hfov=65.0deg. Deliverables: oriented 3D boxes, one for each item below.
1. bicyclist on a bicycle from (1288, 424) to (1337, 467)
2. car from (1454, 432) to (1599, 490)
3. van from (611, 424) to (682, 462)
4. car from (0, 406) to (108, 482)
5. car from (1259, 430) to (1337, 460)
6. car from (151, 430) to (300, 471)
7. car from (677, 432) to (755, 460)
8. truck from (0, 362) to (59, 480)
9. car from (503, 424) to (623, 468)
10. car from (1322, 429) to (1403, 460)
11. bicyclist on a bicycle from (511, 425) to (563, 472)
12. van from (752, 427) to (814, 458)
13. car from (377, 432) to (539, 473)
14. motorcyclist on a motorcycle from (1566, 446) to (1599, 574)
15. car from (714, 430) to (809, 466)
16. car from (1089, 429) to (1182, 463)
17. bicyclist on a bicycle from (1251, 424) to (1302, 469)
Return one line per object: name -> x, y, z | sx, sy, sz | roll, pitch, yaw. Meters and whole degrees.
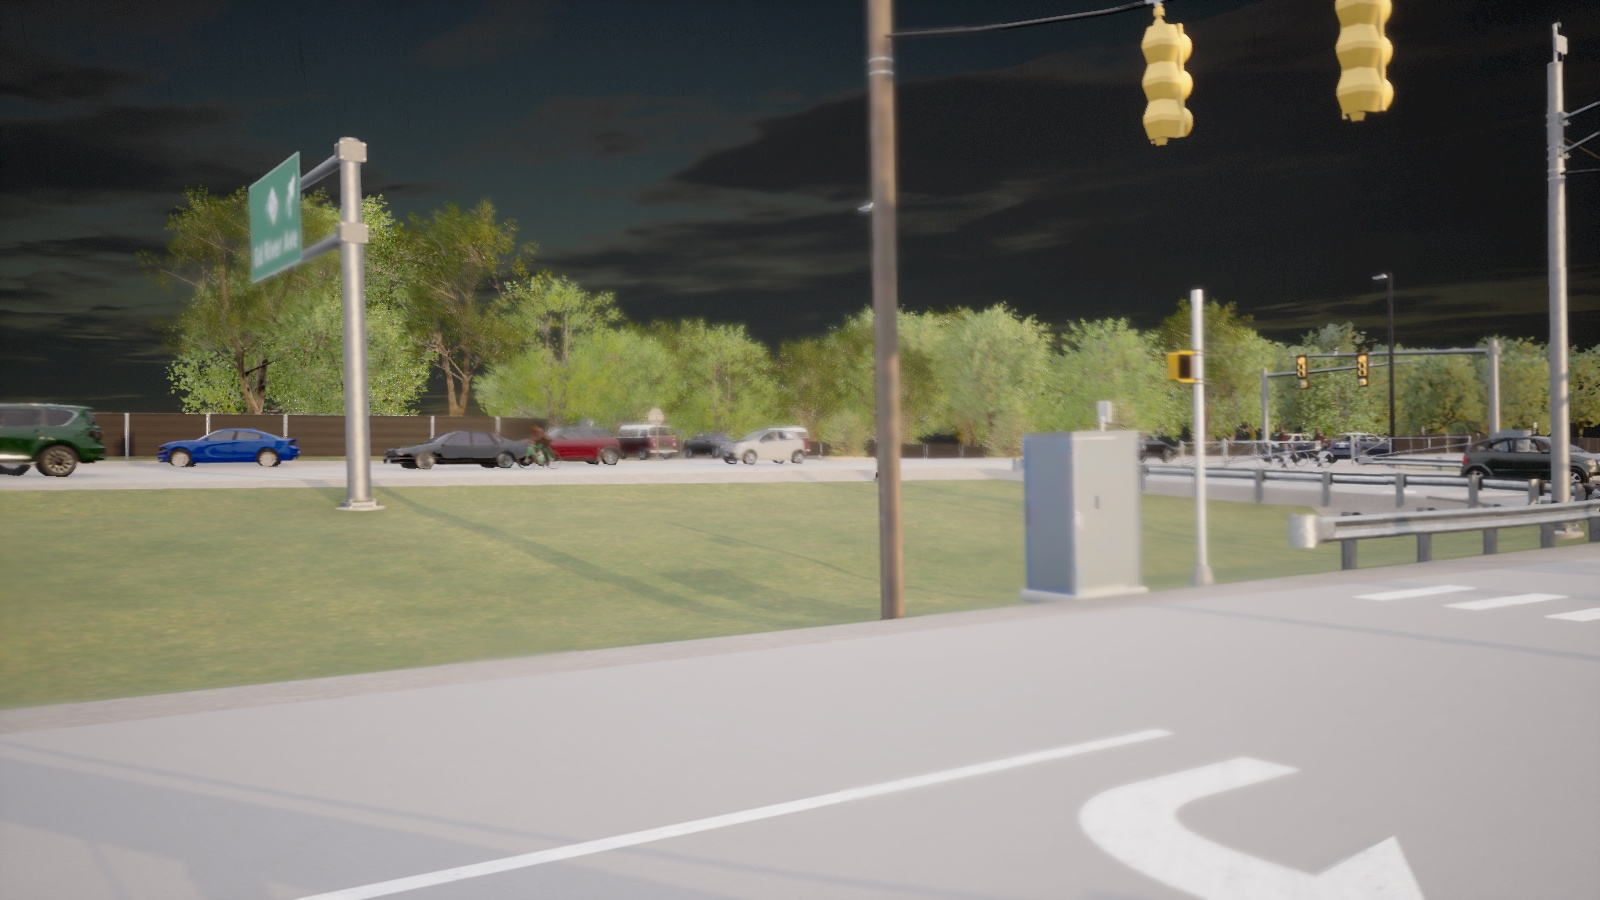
bicyclist on a bicycle -> 21.888, -0.201, 53.666 | 0.659, 1.776, 1.843 | 0, 2, -37
car -> 20.802, 0.294, 35.453 | 1.789, 1.549, 3.705 | -1, 0, -35
van -> -8.689, -0.384, 70.819 | 2.069, 2.038, 4.480 | -1, 0, -36
car -> -22.481, -0.157, 34.811 | 5.566, 2.045, 2.150 | -1, 0, -35
car -> 25.612, -0.241, 64.545 | 3.806, 1.475, 1.970 | 0, 0, -36
car -> -22.059, -0.005, 48.416 | 5.008, 1.535, 1.882 | 0, 0, -17
car -> -4.842, -0.224, 71.478 | 2.128, 1.511, 4.902 | -1, 0, -36
truck -> -26.251, -0.828, 36.434 | 7.936, 3.462, 2.891 | -1, 0, -35
car -> -10.020, -0.166, 53.208 | 4.553, 1.767, 2.097 | 0, 0, -32
car -> 27.662, -0.253, 61.707 | 3.806, 1.475, 1.970 | 0, 0, -35
bicyclist on a bicycle -> -9.241, -0.058, 44.177 | 1.656, 1.620, 0.582 | -1, 0, -35
van -> -1.173, -0.485, 85.986 | 2.069, 2.038, 4.480 | -2, 1, -35
car -> -12.520, 0.062, 46.143 | 5.357, 1.411, 2.033 | -1, 0, -35
motorcyclist on a motorcycle -> 10.374, 0.708, 15.541 | 2.044, 1.523, 0.797 | 0, 0, -36
car -> -1.641, -0.078, 53.840 | 3.633, 1.501, 1.845 | -1, 0, -35
car -> 15.300, -0.176, 57.251 | 4.193, 1.474, 1.816 | 0, 0, -35
bicyclist on a bicycle -> 19.394, -0.176, 51.149 | 0.659, 1.776, 1.843 | -1, 2, -37
